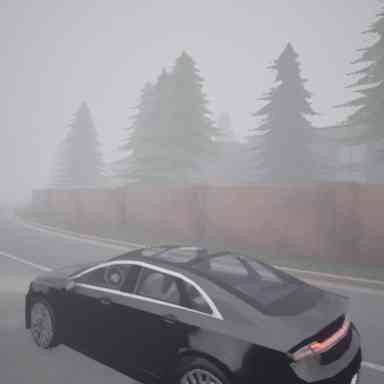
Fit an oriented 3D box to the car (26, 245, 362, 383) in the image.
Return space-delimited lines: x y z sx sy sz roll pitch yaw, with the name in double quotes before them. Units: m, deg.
"car" -0.428 1.504 4.533 4.902 1.511 2.128 0 0 38
